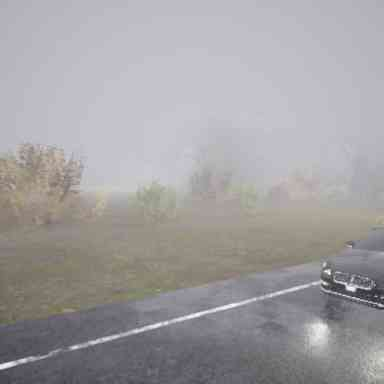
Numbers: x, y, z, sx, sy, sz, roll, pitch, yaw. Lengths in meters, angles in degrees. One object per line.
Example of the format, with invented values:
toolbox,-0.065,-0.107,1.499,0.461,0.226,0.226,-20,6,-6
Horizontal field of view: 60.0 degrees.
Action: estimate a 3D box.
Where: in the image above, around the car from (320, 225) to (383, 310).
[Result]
car,4.864,1.507,7.458,4.892,1.490,1.837,0,0,-35
